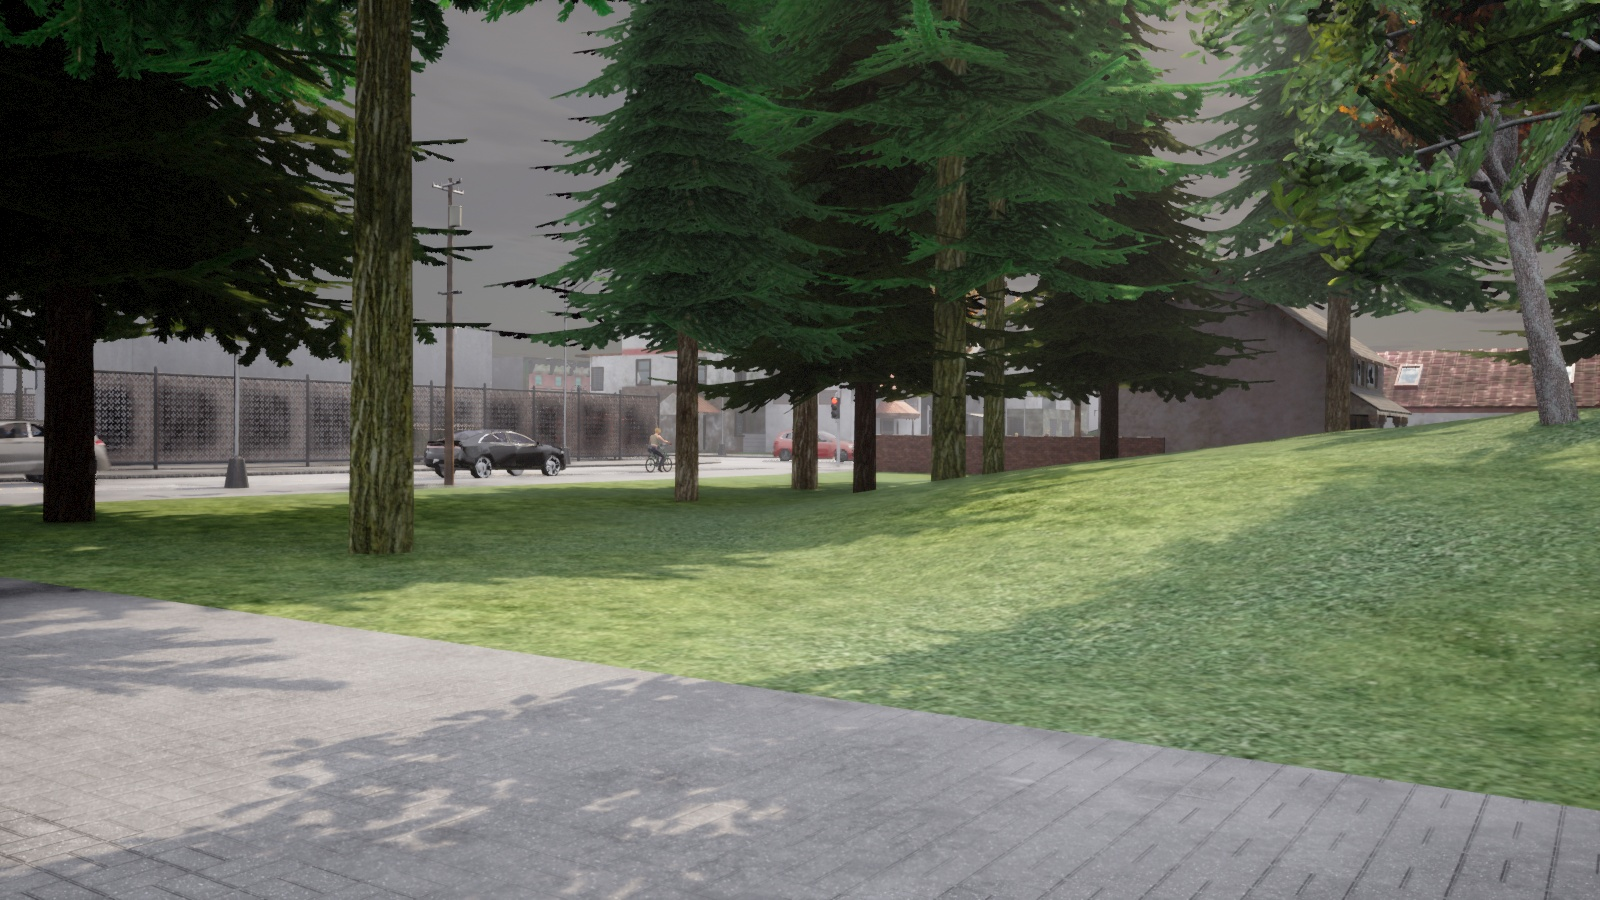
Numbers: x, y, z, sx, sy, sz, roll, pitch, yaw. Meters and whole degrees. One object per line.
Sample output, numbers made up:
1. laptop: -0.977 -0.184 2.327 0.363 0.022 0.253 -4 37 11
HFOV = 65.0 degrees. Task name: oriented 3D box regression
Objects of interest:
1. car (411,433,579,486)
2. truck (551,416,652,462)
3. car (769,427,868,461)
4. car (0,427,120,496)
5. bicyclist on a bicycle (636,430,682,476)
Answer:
1. car: -9.367 0.240 38.970 2.128 1.511 4.902 0 1 34
2. truck: -11.255 -0.625 71.048 5.204 2.467 2.627 0 1 34
3. car: 0.967 -0.309 64.186 4.611 1.667 2.242 0 1 16
4. car: -19.691 0.270 30.627 2.152 1.651 5.027 0 1 34
5. bicyclist on a bicycle: -5.094 0.094 45.400 0.866 1.612 1.509 0 1 33
